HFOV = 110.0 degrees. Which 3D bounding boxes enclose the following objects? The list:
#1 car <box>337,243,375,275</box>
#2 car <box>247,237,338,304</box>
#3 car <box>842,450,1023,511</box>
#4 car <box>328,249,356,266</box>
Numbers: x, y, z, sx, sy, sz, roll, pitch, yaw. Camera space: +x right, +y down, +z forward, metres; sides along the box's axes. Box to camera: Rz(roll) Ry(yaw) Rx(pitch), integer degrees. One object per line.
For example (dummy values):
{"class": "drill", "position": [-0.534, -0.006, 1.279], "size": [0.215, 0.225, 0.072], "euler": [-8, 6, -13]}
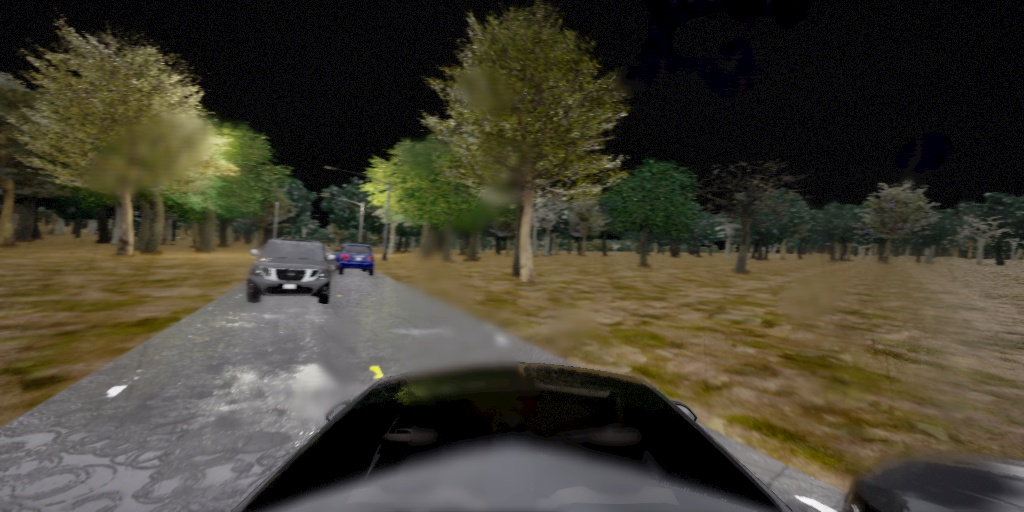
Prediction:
{"class": "car", "position": [-10.993, 0.169, 25.028], "size": [2.150, 2.045, 5.566], "euler": [4, 0, -29]}
{"class": "car", "position": [-7.674, 0.410, 12.706], "size": [2.150, 2.045, 5.566], "euler": [4, 0, -29]}
{"class": "car", "position": [3.589, 1.511, 0.352], "size": [1.837, 1.490, 4.892], "euler": [4, 0, -29]}
{"class": "car", "position": [-16.770, 0.082, 35.225], "size": [2.033, 1.411, 5.357], "euler": [4, 0, -29]}
